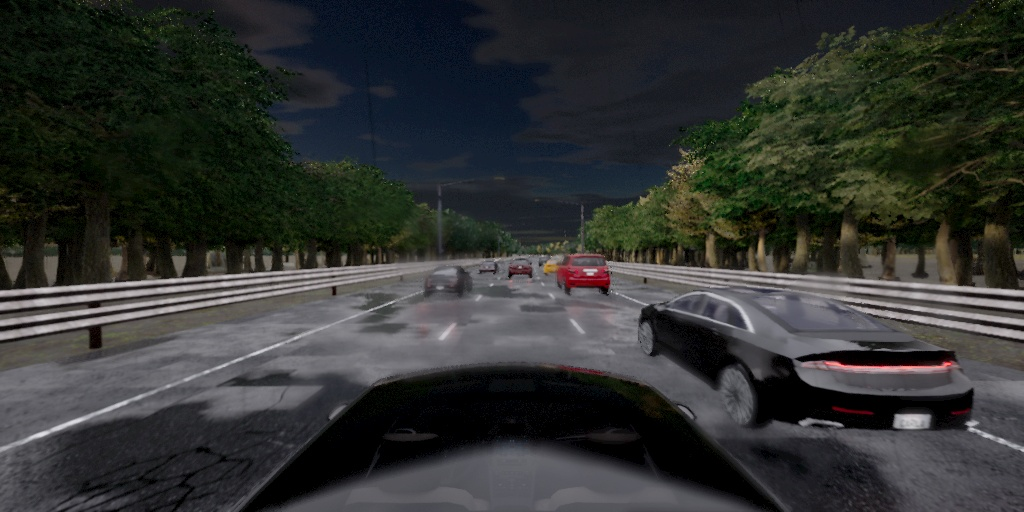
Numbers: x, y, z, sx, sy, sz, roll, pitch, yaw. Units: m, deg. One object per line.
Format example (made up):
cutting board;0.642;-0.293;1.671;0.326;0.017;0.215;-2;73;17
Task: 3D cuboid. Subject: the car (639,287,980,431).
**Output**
car;3.532;1.229;5.566;2.128;1.511;4.902;0;0;1

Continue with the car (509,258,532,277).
car;0.837;1.067;34.469;2.097;1.767;4.553;0;0;2

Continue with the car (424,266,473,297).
car;-3.163;1.238;18.309;1.812;1.442;4.674;0;0;1

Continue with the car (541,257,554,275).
car;4.363;1.198;37.587;1.882;1.535;5.008;0;0;2

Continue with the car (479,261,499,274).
car;-2.474;1.266;39.672;2.033;1.411;5.357;0;0;3

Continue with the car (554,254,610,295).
car;3.767;0.935;19.605;2.150;2.045;5.566;0;0;1
